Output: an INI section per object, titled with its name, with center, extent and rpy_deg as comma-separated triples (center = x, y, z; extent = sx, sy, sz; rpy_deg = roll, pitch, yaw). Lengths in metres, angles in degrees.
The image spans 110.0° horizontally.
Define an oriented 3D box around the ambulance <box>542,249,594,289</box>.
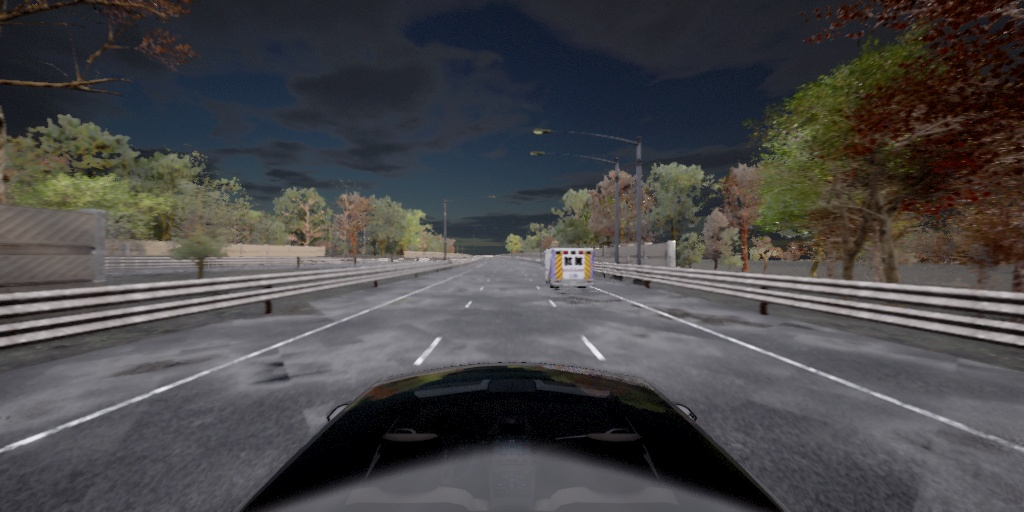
[ambulance]
center = 3.383, 0.805, 22.884
extent = 2.351, 2.431, 6.366
rpy_deg = 0, 0, -1
